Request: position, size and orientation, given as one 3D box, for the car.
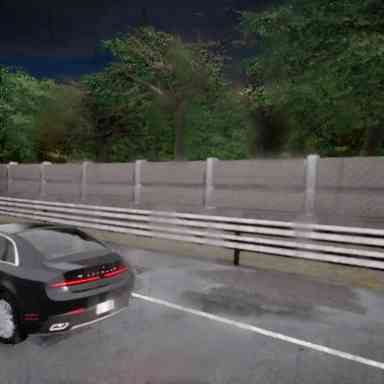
[{"bbox_3d":[-3.201,1.319,6.141,4.892,1.490,1.837,2,1,35],"label":"car"}]
